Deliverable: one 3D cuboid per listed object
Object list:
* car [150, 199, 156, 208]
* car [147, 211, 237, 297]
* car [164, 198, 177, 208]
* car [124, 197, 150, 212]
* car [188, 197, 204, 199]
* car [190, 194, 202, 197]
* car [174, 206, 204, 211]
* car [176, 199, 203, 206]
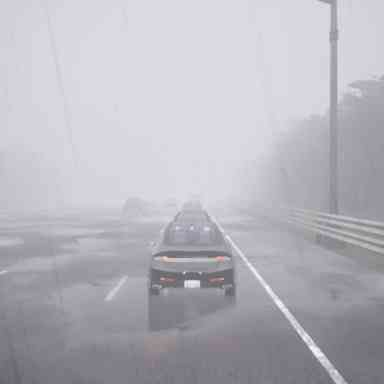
[{"bbox_3d":[-6.442,1.685,49.290,1.895,1.301,4.718,0,0,2],"label":"car"},{"bbox_3d":[0.005,1.483,8.567,2.128,1.511,4.902,0,0,0],"label":"car"},{"bbox_3d":[-2.985,1.605,48.248,2.033,1.411,5.357,0,0,2],"label":"car"},{"bbox_3d":[-6.726,1.400,39.819,2.097,1.767,4.553,0,0,1],"label":"car"},{"bbox_3d":[0.239,1.565,38.540,1.994,1.385,4.181,0,0,1],"label":"car"},{"bbox_3d":[0.605,1.275,50.589,2.150,2.045,5.566,0,0,2],"label":"car"},{"bbox_3d":[0.011,1.584,16.622,1.895,1.301,4.718,0,0,0],"label":"car"},{"bbox_3d":[0.019,1.541,27.035,2.033,1.411,5.357,0,0,0],"label":"car"}]
